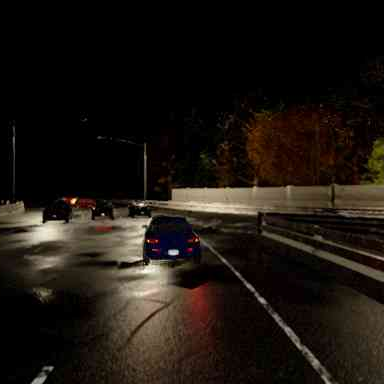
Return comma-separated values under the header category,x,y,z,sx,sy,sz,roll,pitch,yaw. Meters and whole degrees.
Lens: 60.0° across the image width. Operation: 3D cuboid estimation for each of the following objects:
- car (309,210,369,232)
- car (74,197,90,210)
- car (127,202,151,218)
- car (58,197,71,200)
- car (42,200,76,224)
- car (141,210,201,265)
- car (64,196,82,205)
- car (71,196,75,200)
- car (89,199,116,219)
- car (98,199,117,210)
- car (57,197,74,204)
category,x,y,z,sx,sy,sz,roll,pitch,yaw
car,7.282,1.685,18.161,1.994,1.385,4.181,0,0,-42
car,-15.649,1.809,48.938,1.882,1.535,5.008,0,0,-27
car,-5.198,1.711,32.533,2.128,1.511,4.902,0,0,-17
car,-18.830,1.827,47.479,1.837,1.490,4.892,0,-1,-27
car,-10.900,1.661,27.135,1.882,1.535,5.008,0,-1,-15
car,-0.816,1.606,11.984,1.812,1.442,4.674,0,0,-7
car,-25.084,1.718,70.028,2.097,1.767,4.553,1,1,-38
car,-21.486,1.931,65.063,2.128,1.511,4.902,0,-1,-34
car,-8.483,1.717,31.326,1.837,1.490,4.892,0,0,-17
car,-13.223,1.855,51.756,1.837,1.490,4.892,0,0,-28
car,-28.078,1.832,73.624,1.882,1.535,5.008,0,-1,-43
